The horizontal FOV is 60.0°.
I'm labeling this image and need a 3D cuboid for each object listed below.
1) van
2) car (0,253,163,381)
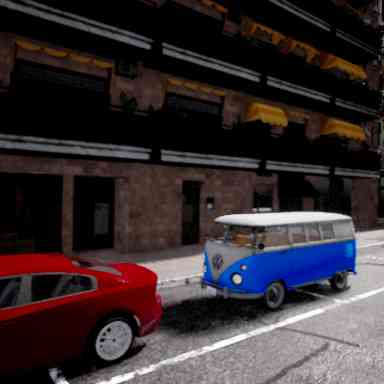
[{"bbox_3d":[2.089,1.377,7.580,3.998,1.788,1.690,0,0,-36],"label":"van"},{"bbox_3d":[-2.543,1.547,4.277,4.507,1.381,1.887,0,0,-36],"label":"car"}]
